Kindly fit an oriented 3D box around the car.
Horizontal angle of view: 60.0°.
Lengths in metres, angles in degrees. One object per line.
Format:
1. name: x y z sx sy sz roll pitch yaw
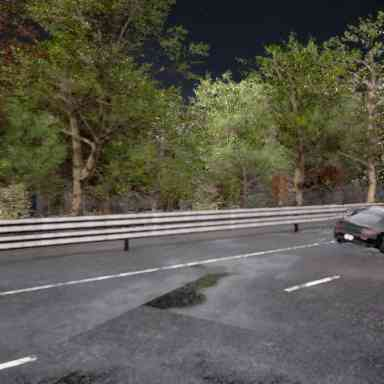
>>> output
1. car: 7.562 1.370 13.300 4.674 1.442 1.812 -3 9 -35
